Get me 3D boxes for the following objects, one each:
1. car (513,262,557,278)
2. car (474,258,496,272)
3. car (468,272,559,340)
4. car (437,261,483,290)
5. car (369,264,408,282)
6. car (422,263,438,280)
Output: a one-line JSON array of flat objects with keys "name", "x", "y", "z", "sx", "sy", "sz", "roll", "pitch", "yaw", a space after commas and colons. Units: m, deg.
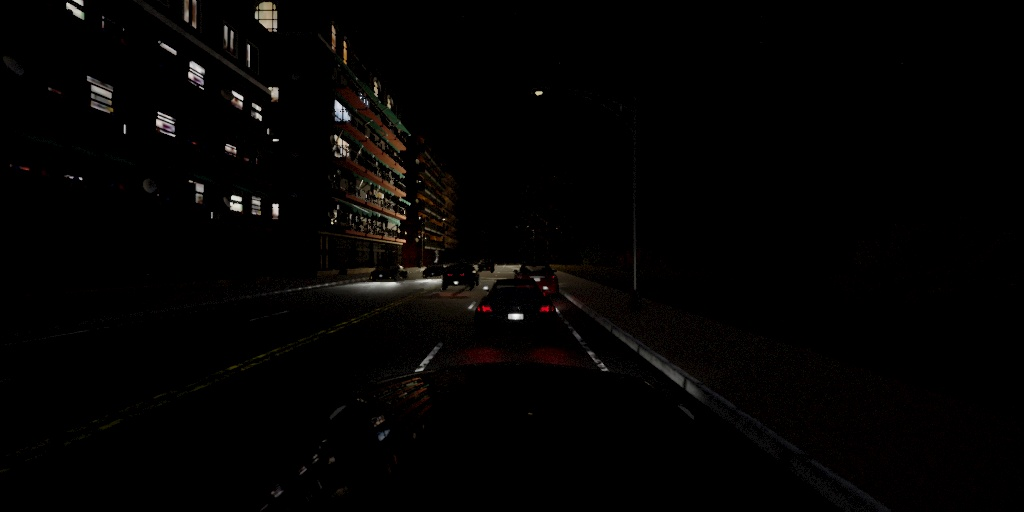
[{"name": "car", "x": 1.148, "y": 1.103, "z": 18.556, "sx": 2.097, "sy": 1.767, "sz": 4.553, "roll": 0, "pitch": 0, "yaw": 0}, {"name": "car", "x": -3.120, "y": 1.241, "z": 44.134, "sx": 2.128, "sy": 1.511, "sz": 4.902, "roll": 0, "pitch": 0, "yaw": 0}, {"name": "car", "x": 0.100, "y": 1.315, "z": 9.976, "sx": 1.994, "sy": 1.385, "sz": 4.181, "roll": 0, "pitch": 0, "yaw": 0}, {"name": "car", "x": -3.137, "y": 1.256, "z": 22.505, "sx": 1.837, "sy": 1.490, "sz": 4.892, "roll": 0, "pitch": 0, "yaw": 0}, {"name": "car", "x": -9.833, "y": 1.316, "z": 28.862, "sx": 1.994, "sy": 1.385, "sz": 4.181, "roll": 0, "pitch": 0, "yaw": 0}, {"name": "car", "x": -6.581, "y": 1.316, "z": 31.694, "sx": 1.994, "sy": 1.385, "sz": 4.181, "roll": 0, "pitch": 0, "yaw": 0}]
